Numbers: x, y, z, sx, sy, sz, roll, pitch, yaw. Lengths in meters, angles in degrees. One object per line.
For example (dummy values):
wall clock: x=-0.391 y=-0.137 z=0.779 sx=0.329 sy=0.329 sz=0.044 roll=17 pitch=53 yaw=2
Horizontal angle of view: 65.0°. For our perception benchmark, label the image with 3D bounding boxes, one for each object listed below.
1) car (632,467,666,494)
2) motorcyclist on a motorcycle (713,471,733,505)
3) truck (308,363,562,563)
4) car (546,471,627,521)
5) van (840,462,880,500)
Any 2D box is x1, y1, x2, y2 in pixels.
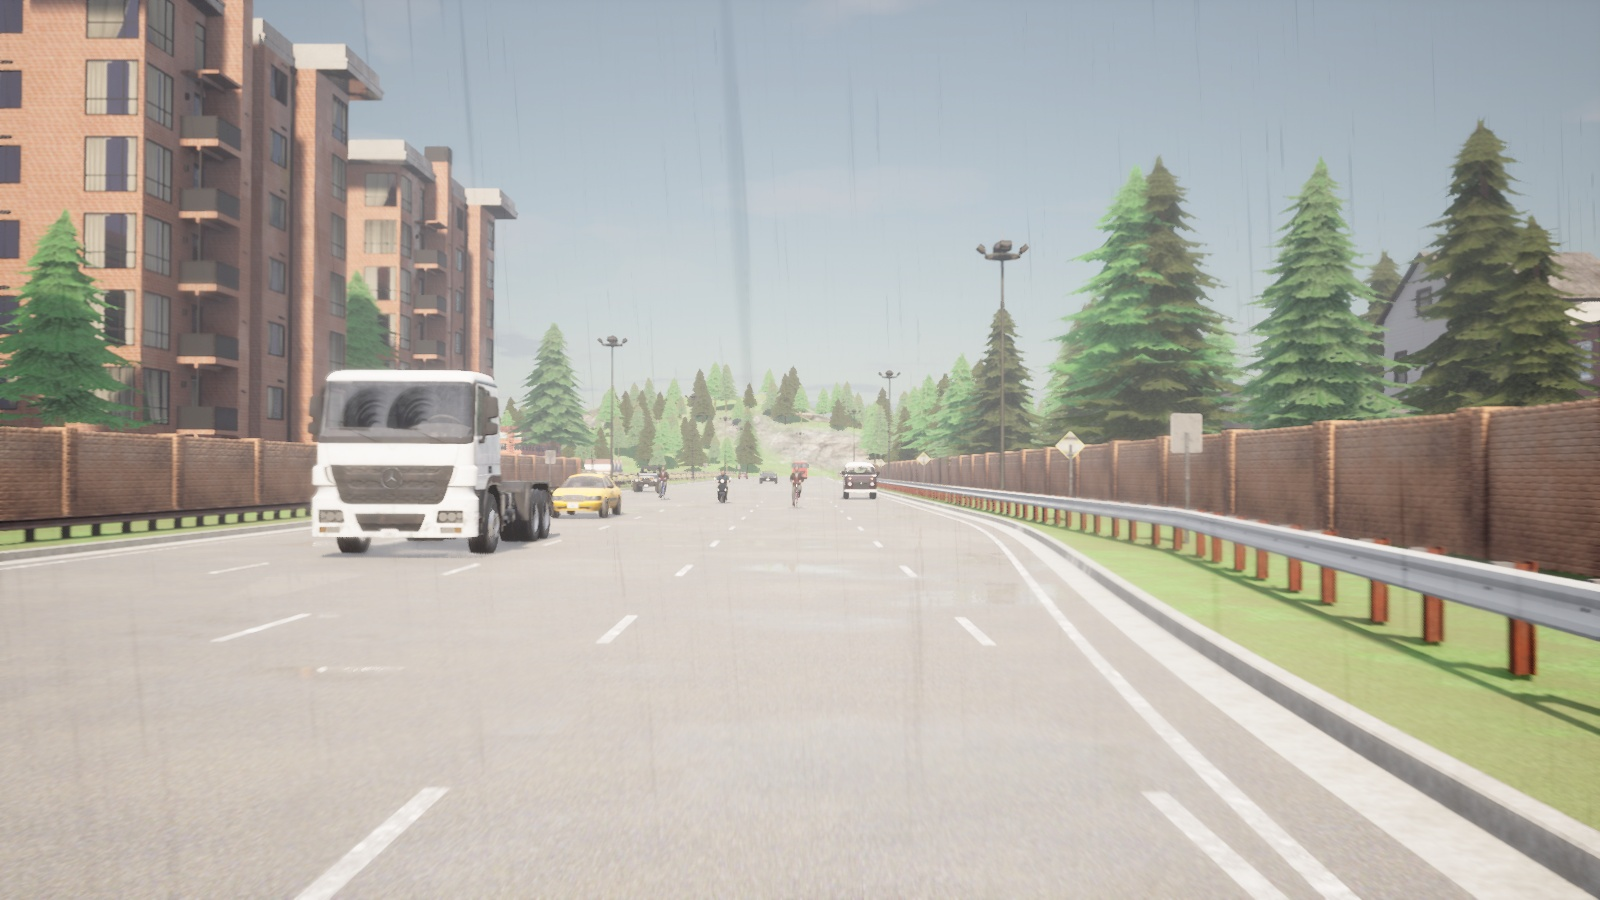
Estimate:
car: x=-10.718 y=2.147 z=89.325 sx=1.905 sy=1.878 sz=3.866 roll=0 pitch=-1 yaw=0
motorcyclist on a motorcycle: x=-3.645 y=1.778 z=59.525 sx=0.866 sy=1.590 sz=1.817 roll=0 pitch=-1 yaw=0
truck: x=-7.066 y=0.291 z=25.700 sx=2.891 sy=3.462 sz=7.936 roll=0 pitch=-1 yaw=0
car: x=-7.103 y=1.487 z=42.256 sx=1.801 sy=1.575 sz=5.366 roll=0 pitch=-1 yaw=0
van: x=3.330 y=1.701 z=70.432 sx=2.069 sy=2.038 sz=4.480 roll=0 pitch=-1 yaw=0
